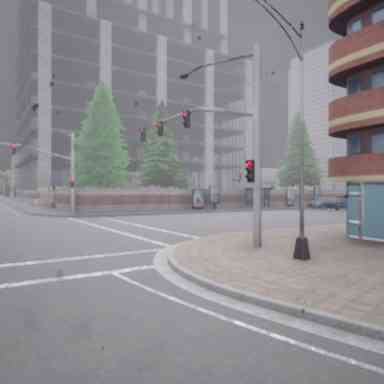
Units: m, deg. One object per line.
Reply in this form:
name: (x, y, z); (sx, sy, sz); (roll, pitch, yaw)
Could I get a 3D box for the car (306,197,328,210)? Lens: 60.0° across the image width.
car: (16.602, 1.371, 42.102); (4.553, 1.767, 2.097); (0, 0, -32)

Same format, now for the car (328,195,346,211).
car: (19.211, 1.250, 39.606); (5.566, 2.045, 2.150); (0, 0, -32)
